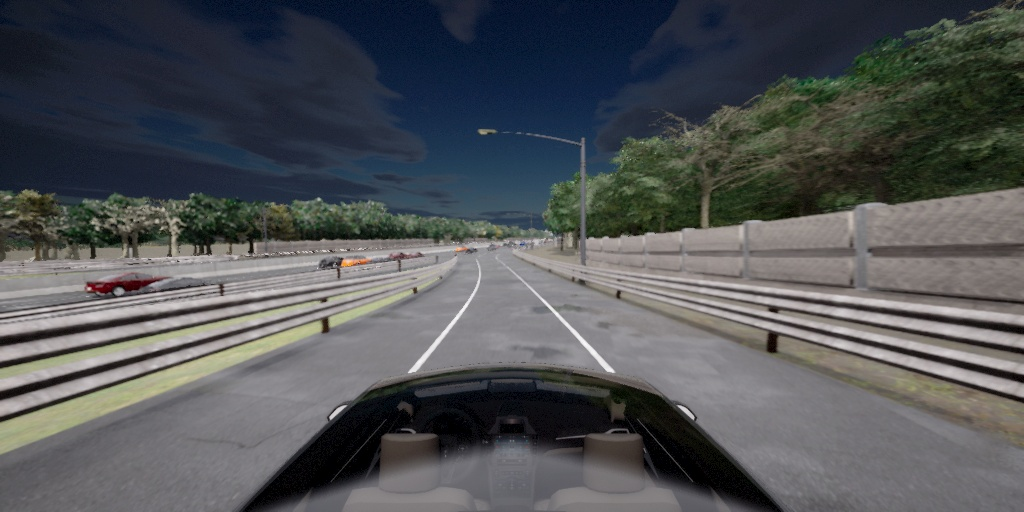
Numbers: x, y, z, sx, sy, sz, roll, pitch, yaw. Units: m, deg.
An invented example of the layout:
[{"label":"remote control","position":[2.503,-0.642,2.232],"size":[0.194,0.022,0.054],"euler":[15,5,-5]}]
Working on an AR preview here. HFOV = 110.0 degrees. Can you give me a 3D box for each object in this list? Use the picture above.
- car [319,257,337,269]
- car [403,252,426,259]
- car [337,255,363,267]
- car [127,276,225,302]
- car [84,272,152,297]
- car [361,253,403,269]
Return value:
[{"label":"car","position":[-23.614,0.804,48.050],"size":[1.837,1.490,4.892],"euler":[0,3,13]},{"label":"car","position":[-16.759,-0.035,62.742],"size":[1.812,1.442,4.674],"euler":[0,3,13]},{"label":"car","position":[-20.206,0.682,47.243],"size":[2.097,1.767,4.553],"euler":[0,3,13]},{"label":"car","position":[-21.818,2.093,23.895],"size":[1.812,1.442,4.674],"euler":[0,3,13]},{"label":"car","position":[-28.326,1.954,26.874],"size":[1.882,1.535,5.008],"euler":[0,3,13]},{"label":"car","position":[-16.780,0.840,46.534],"size":[2.128,1.511,4.902],"euler":[0,3,13]}]
